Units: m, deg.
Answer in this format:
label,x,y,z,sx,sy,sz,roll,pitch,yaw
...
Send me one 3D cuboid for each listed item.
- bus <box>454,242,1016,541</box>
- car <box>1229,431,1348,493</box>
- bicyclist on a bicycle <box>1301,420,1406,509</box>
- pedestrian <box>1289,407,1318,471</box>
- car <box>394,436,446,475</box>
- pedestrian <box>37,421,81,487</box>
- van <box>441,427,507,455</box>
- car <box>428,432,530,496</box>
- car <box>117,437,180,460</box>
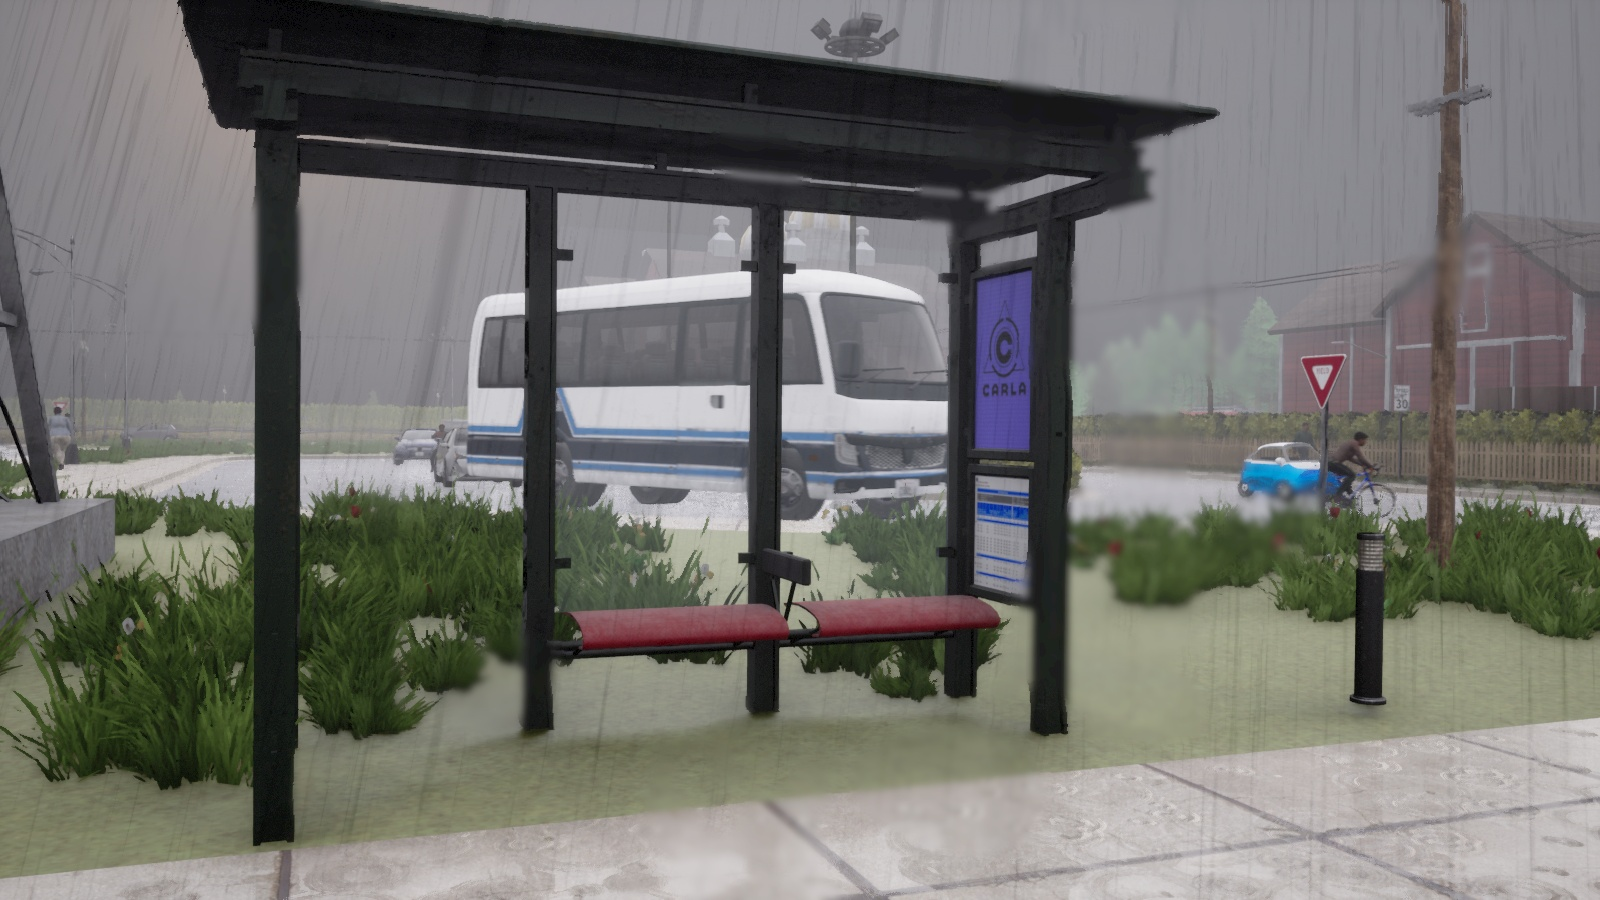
label,x,y,z,sx,sy,sz,roll,pitch,yaw
bus,-1.592,-0.931,22.735,10.273,4.253,3.944,1,2,41
car,11.382,0.252,29.359,1.481,1.376,2.207,-1,1,-21
bicyclist on a bicycle,10.218,0.263,23.230,1.656,1.620,0.582,0,2,1
pedestrian,15.586,-0.348,38.897,0.423,1.949,0.788,-1,1,-20
car,-14.886,0.182,49.355,1.812,1.442,4.674,-1,1,-16
pedestrian,-21.363,0.100,36.181,0.874,1.855,0.900,-2,1,-44
van,-24.143,-0.714,92.996,1.775,1.987,4.442,0,1,44
car,-8.427,0.304,32.727,2.007,1.525,4.514,-1,1,-21
car,-44.951,-0.113,86.722,3.633,1.501,1.845,-1,1,-21
